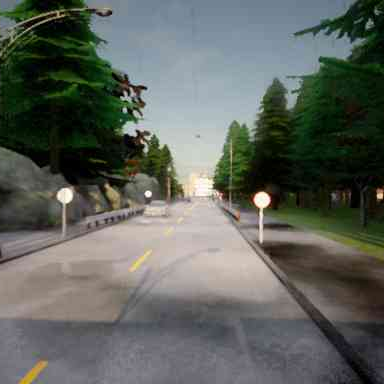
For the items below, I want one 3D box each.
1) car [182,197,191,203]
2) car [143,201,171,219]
[{"bbox_3d":[-1.150,1.817,71.487,2.033,1.411,5.357,1,0,2],"label":"car"},{"bbox_3d":[-3.009,1.519,29.438,1.812,1.442,4.674,1,0,2],"label":"car"}]
